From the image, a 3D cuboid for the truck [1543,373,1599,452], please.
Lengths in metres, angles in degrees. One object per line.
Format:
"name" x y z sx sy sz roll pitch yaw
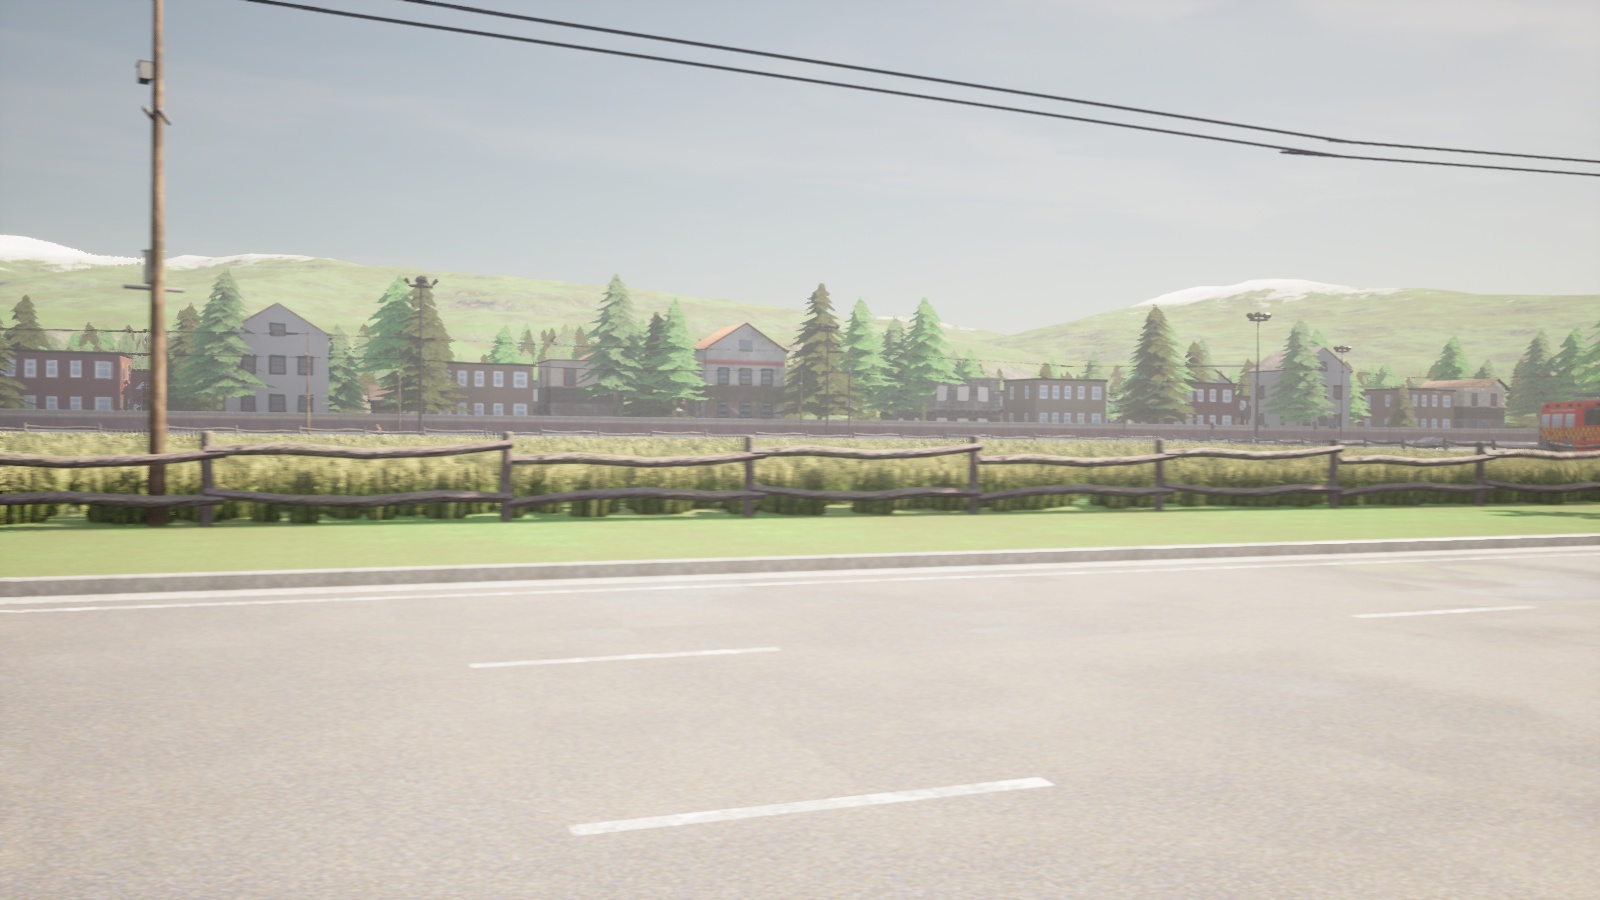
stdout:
"truck" 40.375 -1.849 62.019 2.891 3.827 8.468 -1 1 4
